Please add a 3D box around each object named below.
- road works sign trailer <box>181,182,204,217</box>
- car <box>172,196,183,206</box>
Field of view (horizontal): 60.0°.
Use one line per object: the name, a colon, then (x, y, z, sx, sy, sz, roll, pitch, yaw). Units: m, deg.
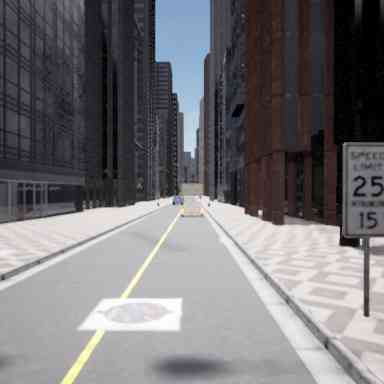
road works sign trailer: (0.020, 0.785, 34.783, 2.380, 3.560, 2.880, 0, -1, 0)
car: (-3.004, 1.890, 70.966, 2.150, 2.045, 5.566, 0, -1, 0)
